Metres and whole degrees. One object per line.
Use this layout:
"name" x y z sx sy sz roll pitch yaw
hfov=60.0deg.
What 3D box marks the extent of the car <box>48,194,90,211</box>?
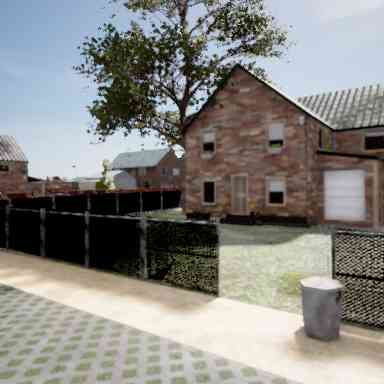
"car" -9.633 0.865 25.340 1.812 1.442 4.674 0 2 37
